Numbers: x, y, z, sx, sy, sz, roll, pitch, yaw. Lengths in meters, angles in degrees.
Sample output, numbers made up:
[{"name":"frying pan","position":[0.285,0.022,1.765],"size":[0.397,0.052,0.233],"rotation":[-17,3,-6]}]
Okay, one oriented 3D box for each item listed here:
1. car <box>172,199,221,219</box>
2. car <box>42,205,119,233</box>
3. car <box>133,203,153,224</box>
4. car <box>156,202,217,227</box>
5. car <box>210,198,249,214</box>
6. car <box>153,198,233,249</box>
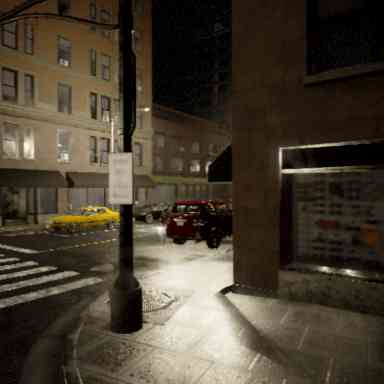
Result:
[{"name":"car","position":[0.512,1.371,28.350],"size":[1.752,1.417,4.829],"rotation":[0,0,36]},{"name":"car","position":[-6.073,1.454,19.155],"size":[1.752,1.417,4.829],"rotation":[0,0,36]},{"name":"car","position":[-2.681,1.452,23.891],"size":[1.947,1.339,4.313],"rotation":[0,0,36]},{"name":"car","position":[-0.288,1.447,22.496],"size":[1.994,1.385,4.181],"rotation":[0,0,36]},{"name":"car","position":[3.804,1.328,32.948],"size":[1.752,1.417,4.829],"rotation":[0,1,36]},{"name":"car","position":[0.942,1.239,14.305],"size":[2.192,1.841,5.009],"rotation":[0,0,36]}]
